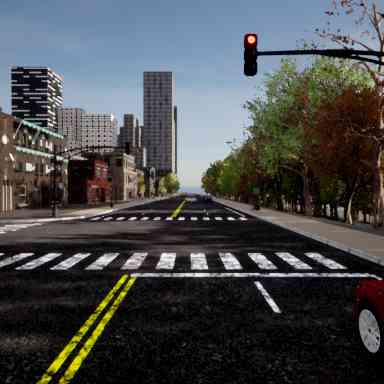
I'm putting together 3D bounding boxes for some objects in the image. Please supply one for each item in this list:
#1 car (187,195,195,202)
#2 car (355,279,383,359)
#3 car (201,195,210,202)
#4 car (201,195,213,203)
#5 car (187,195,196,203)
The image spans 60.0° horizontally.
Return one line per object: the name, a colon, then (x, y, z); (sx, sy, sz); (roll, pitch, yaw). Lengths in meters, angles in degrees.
car: (-0.178, 1.468, 77.360); (1.837, 1.490, 4.892); (0, 0, 0)
car: (3.343, 1.477, 2.940); (1.882, 1.535, 5.008); (0, 0, 0)
car: (3.076, 1.469, 76.301); (1.837, 1.490, 4.892); (0, 0, 0)
car: (3.196, 1.522, 65.807); (2.033, 1.411, 5.357); (0, 0, 0)
car: (-0.055, 1.575, 67.321); (1.895, 1.301, 4.718); (0, 0, 0)
